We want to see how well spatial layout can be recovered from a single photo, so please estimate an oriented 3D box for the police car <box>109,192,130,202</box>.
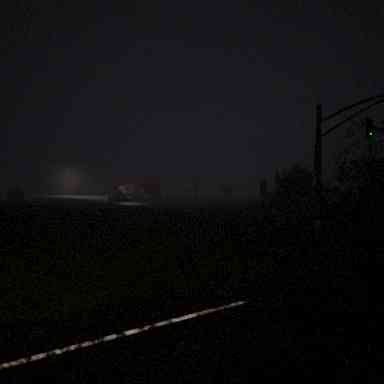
[{"bbox_3d":[-10.996,0.763,50.335,2.038,1.542,4.974,1,0,-32],"label":"police car"}]
